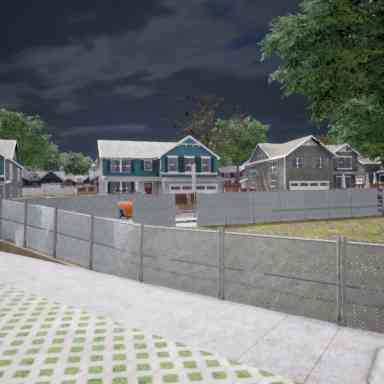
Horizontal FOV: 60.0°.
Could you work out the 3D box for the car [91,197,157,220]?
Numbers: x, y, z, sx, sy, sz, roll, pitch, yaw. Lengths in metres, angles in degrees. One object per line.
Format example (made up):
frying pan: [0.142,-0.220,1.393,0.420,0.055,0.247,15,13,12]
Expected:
car: [-4.700,1.070,22.749,4.181,1.385,1.994,-2,0,-19]

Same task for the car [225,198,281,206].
car: [4.611,0.803,25.763,5.357,1.411,2.033,-2,0,-17]

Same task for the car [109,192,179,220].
car: [-3.126,0.794,20.187,4.553,1.767,2.097,-2,0,-19]

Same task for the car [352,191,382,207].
car: [14.299,0.500,28.606,4.892,1.490,1.837,-2,0,-16]
